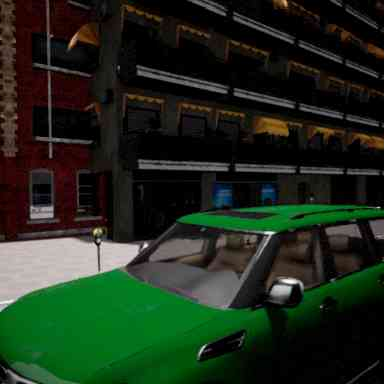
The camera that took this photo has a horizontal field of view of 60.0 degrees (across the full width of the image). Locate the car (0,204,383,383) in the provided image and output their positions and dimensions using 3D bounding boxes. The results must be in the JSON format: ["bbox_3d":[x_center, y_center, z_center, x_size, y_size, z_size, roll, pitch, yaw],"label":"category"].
[{"bbox_3d":[0.706,1.218,3.914,5.566,2.045,2.150,0,0,-37],"label":"car"}]
